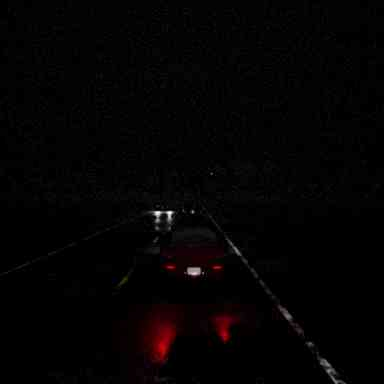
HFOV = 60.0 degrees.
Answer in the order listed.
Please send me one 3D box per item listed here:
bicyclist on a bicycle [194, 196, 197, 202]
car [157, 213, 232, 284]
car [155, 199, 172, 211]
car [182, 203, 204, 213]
[{"bbox_3d":[0.974,1.813,88.459,0.866,1.612,1.509,0,0,0],"label":"bicyclist on a bicycle"},{"bbox_3d":[0.063,1.563,9.572,1.812,1.442,4.674,0,0,0],"label":"car"},{"bbox_3d":[-3.585,1.680,43.028,1.837,1.490,4.892,0,0,0],"label":"car"},{"bbox_3d":[0.089,1.665,29.212,2.033,1.411,5.357,0,0,0],"label":"car"}]
